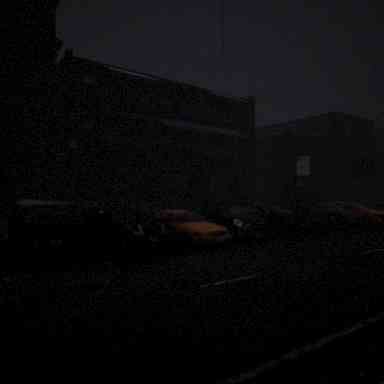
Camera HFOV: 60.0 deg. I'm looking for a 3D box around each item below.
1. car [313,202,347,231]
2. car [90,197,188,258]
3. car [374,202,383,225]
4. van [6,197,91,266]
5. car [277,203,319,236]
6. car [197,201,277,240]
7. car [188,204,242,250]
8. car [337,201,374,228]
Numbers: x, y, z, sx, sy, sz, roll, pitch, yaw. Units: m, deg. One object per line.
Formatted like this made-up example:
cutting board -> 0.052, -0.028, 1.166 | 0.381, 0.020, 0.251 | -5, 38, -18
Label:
car -> 6.138, 1.472, 19.644 | 2.163, 1.488, 4.792 | 0, 0, -35
car -> -2.833, 1.222, 13.280 | 2.435, 2.045, 5.566 | 0, 0, -35
car -> 10.805, 1.421, 22.888 | 2.097, 1.535, 5.008 | 0, 0, -35
van -> -5.291, 1.252, 11.737 | 1.878, 1.987, 4.442 | 0, 0, -35
car -> 3.882, 1.452, 18.020 | 2.097, 1.535, 5.008 | 0, 0, -35
car -> 1.586, 1.335, 16.454 | 2.185, 1.767, 4.553 | 0, 0, -35
car -> -0.464, 1.466, 14.752 | 1.946, 1.575, 5.366 | 0, 0, -35
car -> 8.427, 1.433, 21.221 | 2.231, 1.521, 4.892 | 0, 0, -35
